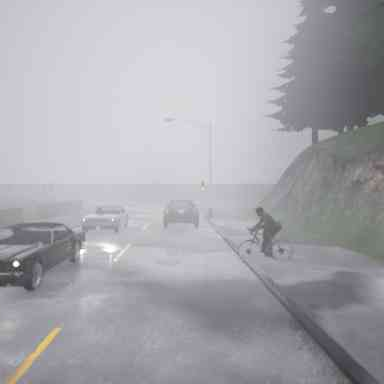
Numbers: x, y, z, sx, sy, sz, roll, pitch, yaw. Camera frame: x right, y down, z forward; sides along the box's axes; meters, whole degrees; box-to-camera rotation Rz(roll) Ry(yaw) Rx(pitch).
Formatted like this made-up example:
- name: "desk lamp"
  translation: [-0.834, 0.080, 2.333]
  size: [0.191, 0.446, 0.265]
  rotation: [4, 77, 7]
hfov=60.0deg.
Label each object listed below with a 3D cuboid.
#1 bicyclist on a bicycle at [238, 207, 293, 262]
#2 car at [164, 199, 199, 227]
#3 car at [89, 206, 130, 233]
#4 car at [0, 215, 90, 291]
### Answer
- name: "bicyclist on a bicycle"
  translation: [2.159, 1.276, 9.824]
  size: [1.656, 1.620, 0.582]
  rotation: [0, 0, -2]
- name: "car"
  translation: [-0.711, 1.197, 21.519]
  size: [2.097, 1.767, 4.553]
  rotation: [0, 0, -2]
- name: "car"
  translation: [-4.796, 1.468, 18.897]
  size: [1.895, 1.301, 4.718]
  rotation: [0, 0, -2]
- name: "car"
  translation: [-4.401, 1.539, 8.906]
  size: [1.895, 1.301, 4.718]
  rotation: [0, 0, -2]
